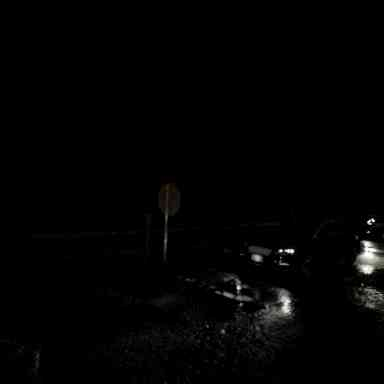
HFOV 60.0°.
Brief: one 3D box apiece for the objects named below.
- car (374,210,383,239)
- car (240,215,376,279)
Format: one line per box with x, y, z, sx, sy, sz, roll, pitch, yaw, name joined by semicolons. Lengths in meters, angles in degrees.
10.734;1.548;17.157;4.553;1.767;2.097;2;1;-44;car
3.494;1.492;10.239;4.902;1.511;2.128;2;1;-43;car
